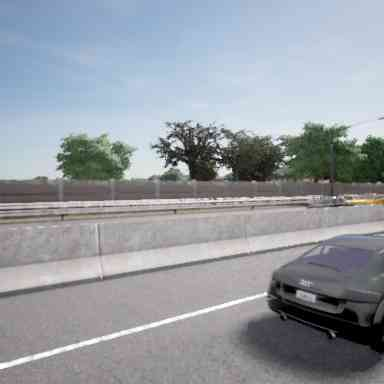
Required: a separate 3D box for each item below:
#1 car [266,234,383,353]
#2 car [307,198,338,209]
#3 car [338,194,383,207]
[{"bbox_3d":[3.322,1.487,6.066,4.181,1.385,1.994,-1,1,-35],"label":"car"},{"bbox_3d":[12.152,1.278,29.505,4.892,1.490,1.837,-1,0,-35],"label":"car"},{"bbox_3d":[14.152,0.847,26.633,5.008,1.535,1.882,-1,0,-35],"label":"car"}]
